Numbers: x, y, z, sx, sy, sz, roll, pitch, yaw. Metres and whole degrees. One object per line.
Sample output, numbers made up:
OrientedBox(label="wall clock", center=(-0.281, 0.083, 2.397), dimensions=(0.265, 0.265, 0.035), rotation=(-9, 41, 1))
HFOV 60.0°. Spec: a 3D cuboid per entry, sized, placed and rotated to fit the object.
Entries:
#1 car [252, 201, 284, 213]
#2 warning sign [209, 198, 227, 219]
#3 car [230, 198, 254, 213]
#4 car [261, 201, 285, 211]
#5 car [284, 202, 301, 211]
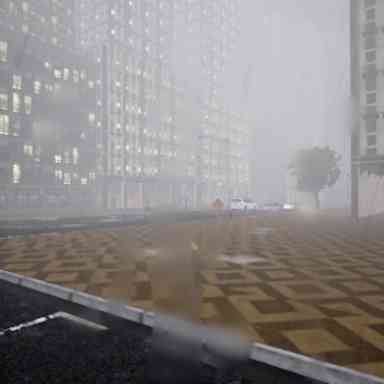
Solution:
OrientedBox(label="car", center=(10.751, 2.263, 46.708), dimensions=(1.895, 1.301, 4.718), rotation=(-1, -1, 37))
OrientedBox(label="warning sign", center=(2.393, 1.462, 30.535), dimensions=(1.300, 1.860, 1.060), rotation=(1, 0, 36))
OrientedBox(label="car", center=(7.425, 1.889, 47.684), dimensions=(2.150, 2.045, 5.566), rotation=(-1, -2, 36))
OrientedBox(label="car", center=(13.807, 2.338, 56.466), dimensions=(2.128, 1.511, 4.902), rotation=(-1, -1, 36))
OrientedBox(label="car", center=(16.430, 2.346, 54.546), dimensions=(1.812, 1.442, 4.674), rotation=(-1, -1, 36))
